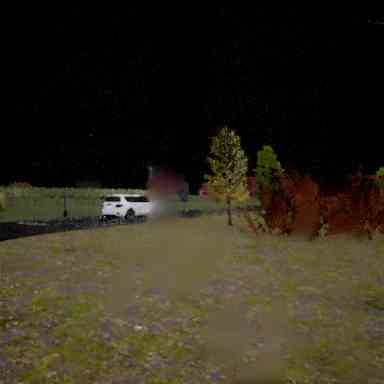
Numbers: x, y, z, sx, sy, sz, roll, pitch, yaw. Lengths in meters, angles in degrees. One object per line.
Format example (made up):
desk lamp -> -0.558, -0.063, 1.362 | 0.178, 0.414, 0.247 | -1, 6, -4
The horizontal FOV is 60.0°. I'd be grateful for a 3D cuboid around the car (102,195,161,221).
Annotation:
car -> -4.816, 1.234, 27.221 | 2.150, 2.045, 5.566 | -1, -1, 31
